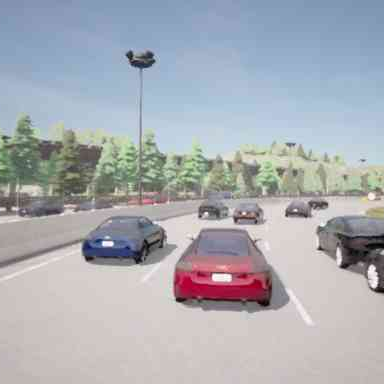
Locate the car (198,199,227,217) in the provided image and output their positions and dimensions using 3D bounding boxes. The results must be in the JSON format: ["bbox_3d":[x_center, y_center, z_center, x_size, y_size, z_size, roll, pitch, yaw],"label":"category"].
[{"bbox_3d":[1.927,1.466,29.012,1.837,1.490,4.892,0,0,19],"label":"car"}]

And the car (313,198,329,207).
[{"bbox_3d":[17.056,1.541,44.802,1.882,1.535,5.008,1,0,33],"label":"car"}]

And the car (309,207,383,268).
[{"bbox_3d":[5.510,1.504,11.195,1.882,1.535,5.008,1,0,9],"label":"car"}]

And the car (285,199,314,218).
[{"bbox_3d":[9.954,1.591,31.179,1.994,1.385,4.181,1,0,25],"label":"car"}]

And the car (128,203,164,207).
[{"bbox_3d":[-4.377,1.120,32.828,2.150,2.045,5.566,0,0,20],"label":"car"}]

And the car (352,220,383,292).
[{"bbox_3d":[4.866,1.536,6.025,1.837,1.490,4.892,1,0,5],"label":"car"}]

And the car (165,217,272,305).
[{"bbox_3d":[0.767,1.555,8.149,1.994,1.385,4.181,0,0,6],"label":"car"}]

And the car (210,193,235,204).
[{"bbox_3d":[6.116,1.198,65.929,2.150,2.045,5.566,0,0,38],"label":"car"}]

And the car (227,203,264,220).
[{"bbox_3d":[4.388,1.537,25.575,2.033,1.411,5.357,1,0,18],"label":"car"}]

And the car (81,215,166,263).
[{"bbox_3d":[-2.256,1.521,11.973,1.994,1.385,4.181,0,0,8],"label":"car"}]

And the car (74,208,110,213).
[{"bbox_3d":[-8.915,1.428,30.218,1.994,1.385,4.181,1,0,18],"label":"car"}]
